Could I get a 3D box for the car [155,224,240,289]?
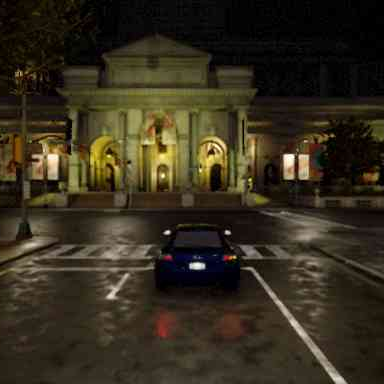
[{"bbox_3d":[0.155,1.557,9.155,1.994,1.385,4.181,0,0,1],"label":"car"}]
